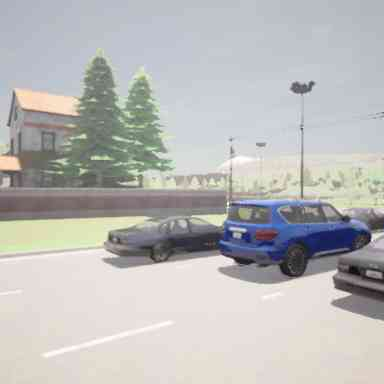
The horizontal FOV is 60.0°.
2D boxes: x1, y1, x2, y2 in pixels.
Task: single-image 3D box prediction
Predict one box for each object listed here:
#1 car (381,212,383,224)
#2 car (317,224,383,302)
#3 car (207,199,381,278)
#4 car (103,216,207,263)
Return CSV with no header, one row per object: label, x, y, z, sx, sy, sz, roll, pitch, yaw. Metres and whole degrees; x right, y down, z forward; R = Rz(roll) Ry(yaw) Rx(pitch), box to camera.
car,10.044,1.620,19.517,5.357,1.411,2.033,0,0,-36
car,5.411,1.580,7.614,5.357,1.411,2.033,0,0,-35
car,3.394,1.255,10.470,5.566,2.045,2.150,0,0,-35
car,-0.406,1.572,12.057,5.357,1.411,2.033,0,0,-36
